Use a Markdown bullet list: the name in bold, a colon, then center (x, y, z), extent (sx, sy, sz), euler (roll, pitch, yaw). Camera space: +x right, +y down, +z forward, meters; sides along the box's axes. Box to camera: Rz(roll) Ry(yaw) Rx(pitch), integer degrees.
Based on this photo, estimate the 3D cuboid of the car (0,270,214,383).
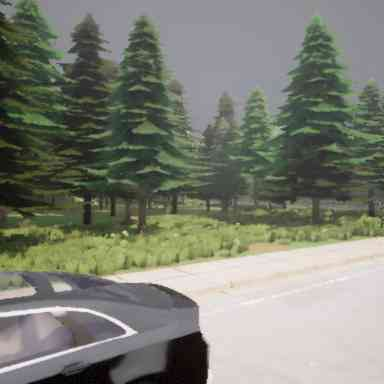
- **car**: center (-2.087, 1.490, 2.499), extent (4.902, 1.511, 2.128), euler (1, 0, -36)
